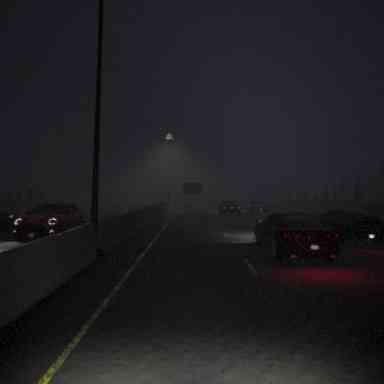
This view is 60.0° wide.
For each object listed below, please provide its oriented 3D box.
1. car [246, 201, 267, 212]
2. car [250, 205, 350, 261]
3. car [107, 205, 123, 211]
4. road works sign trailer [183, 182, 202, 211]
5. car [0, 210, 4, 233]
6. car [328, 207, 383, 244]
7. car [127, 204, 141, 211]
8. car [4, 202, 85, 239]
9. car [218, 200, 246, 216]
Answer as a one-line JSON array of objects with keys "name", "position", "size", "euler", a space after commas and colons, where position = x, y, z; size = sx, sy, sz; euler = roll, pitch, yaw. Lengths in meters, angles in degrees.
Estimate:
[{"name": "car", "position": [7.104, 1.600, 36.595], "size": [1.895, 1.301, 4.718], "euler": [0, -1, 0]}, {"name": "car", "position": [3.602, 1.462, 12.231], "size": [1.882, 1.535, 5.008], "euler": [0, 0, 0]}, {"name": "car", "position": [-14.019, 3.069, 60.906], "size": [2.033, 1.411, 5.357], "euler": [0, -6, 1]}, {"name": "road works sign trailer", "position": [0.101, 0.596, 41.670], "size": [2.380, 3.560, 2.880], "euler": [0, -2, 3]}, {"name": "car", "position": [-10.598, 1.526, 16.353], "size": [2.033, 1.411, 5.357], "euler": [0, 0, 0]}, {"name": "car", "position": [7.102, 1.485, 15.573], "size": [1.837, 1.490, 4.892], "euler": [0, 0, 0]}, {"name": "car", "position": [-10.533, 3.027, 60.916], "size": [1.837, 1.490, 4.892], "euler": [0, -6, 1]}, {"name": "car", "position": [-7.097, 1.330, 16.919], "size": [2.097, 1.767, 4.553], "euler": [0, 0, 0]}, {"name": "car", "position": [3.604, 1.510, 32.522], "size": [2.033, 1.411, 5.357], "euler": [0, 0, 0]}]
